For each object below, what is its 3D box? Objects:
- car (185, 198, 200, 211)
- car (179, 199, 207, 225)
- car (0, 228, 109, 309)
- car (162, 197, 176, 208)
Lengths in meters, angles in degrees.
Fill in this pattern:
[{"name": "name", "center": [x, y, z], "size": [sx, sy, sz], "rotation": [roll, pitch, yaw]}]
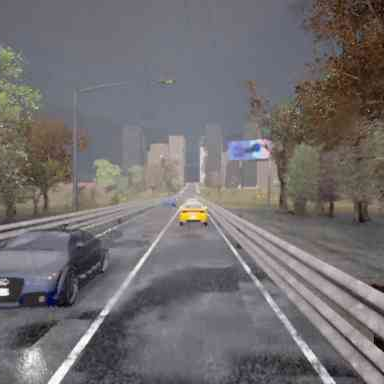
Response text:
[{"name": "car", "center": [0.065, 1.560, 42.688], "size": [1.812, 1.442, 4.674], "rotation": [0, 0, 0]}, {"name": "car", "center": [0.096, 1.496, 24.452], "size": [1.882, 1.535, 5.008], "rotation": [0, 0, 0]}, {"name": "car", "center": [-3.350, 1.567, 7.818], "size": [1.994, 1.385, 4.181], "rotation": [0, 0, 0]}, {"name": "car", "center": [-3.355, 1.519, 49.455], "size": [1.882, 1.535, 5.008], "rotation": [0, 0, 0]}]
